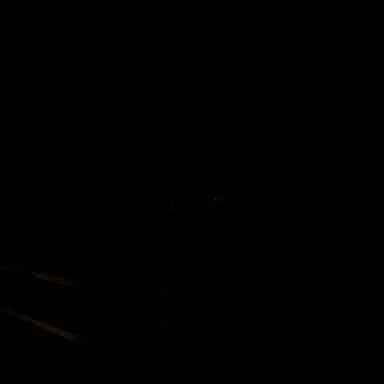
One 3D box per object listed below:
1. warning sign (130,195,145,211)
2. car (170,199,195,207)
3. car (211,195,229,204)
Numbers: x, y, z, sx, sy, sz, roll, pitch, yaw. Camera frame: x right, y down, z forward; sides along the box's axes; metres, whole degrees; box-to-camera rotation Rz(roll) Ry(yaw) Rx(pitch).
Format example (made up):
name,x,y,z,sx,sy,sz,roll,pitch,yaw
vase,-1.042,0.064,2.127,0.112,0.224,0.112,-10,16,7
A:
name,x,y,z,sx,sy,sz,roll,pitch,yaw
warning sign,-6.354,1.235,38.609,1.300,1.860,1.060,-1,-1,31
car,-1.377,1.707,51.717,1.895,1.301,4.718,-1,0,31
car,5.385,1.420,63.119,2.097,1.767,4.553,-1,0,31
